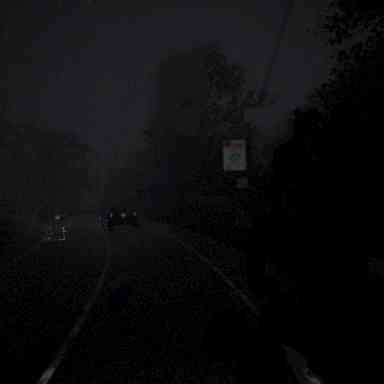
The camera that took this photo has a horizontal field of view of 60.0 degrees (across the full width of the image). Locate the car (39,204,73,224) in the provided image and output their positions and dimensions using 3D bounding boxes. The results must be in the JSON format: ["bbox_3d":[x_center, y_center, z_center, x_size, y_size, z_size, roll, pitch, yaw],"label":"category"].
[{"bbox_3d":[-13.300,2.133,31.623,2.128,1.511,4.902,-3,0,-33],"label":"car"}]

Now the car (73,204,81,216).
[{"bbox_3d":[-14.844,2.179,39.465,1.882,1.535,5.008,-4,0,-39],"label":"car"}]

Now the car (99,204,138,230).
[{"bbox_3d":[-5.383,1.616,23.962,2.097,1.767,4.553,-2,0,-24],"label":"car"}]
